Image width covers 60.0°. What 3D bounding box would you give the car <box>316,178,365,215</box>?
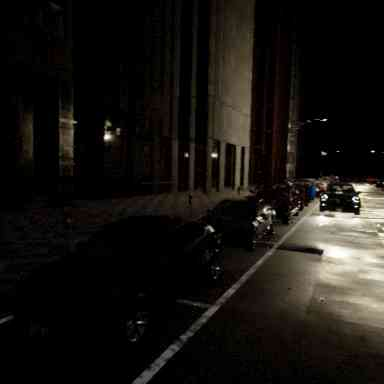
[{"bbox_3d":[8.876,0.267,19.847,2.097,1.767,4.553,3,4,25],"label":"car"}]

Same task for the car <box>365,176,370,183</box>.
[{"bbox_3d":[45.246,-2.681,83.688,1.802,1.307,4.206,3,4,25],"label":"car"}]

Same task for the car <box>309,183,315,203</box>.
[{"bbox_3d":[6.379,0.313,21.051,1.887,1.381,4.507,3,4,25],"label":"car"}]

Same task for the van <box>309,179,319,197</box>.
[{"bbox_3d":[8.781,-0.159,26.133,1.690,1.788,3.998,3,4,25],"label":"van"}]

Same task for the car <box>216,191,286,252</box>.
[{"bbox_3d":[1.586,0.872,10.862,1.947,1.339,4.313,3,4,25],"label":"car"}]

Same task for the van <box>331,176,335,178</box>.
[{"bbox_3d":[20.763,-1.502,51.607,1.690,1.788,3.998,3,4,25],"label":"van"}]

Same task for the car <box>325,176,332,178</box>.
[{"bbox_3d":[15.968,-0.867,41.424,1.967,1.590,4.097,3,4,25],"label":"car"}]

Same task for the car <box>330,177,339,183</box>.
[{"bbox_3d":[37.531,-3.144,87.286,1.947,1.339,4.313,3,4,25],"label":"car"}]

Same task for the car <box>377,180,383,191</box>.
[{"bbox_3d":[28.476,-0.956,48.016,1.967,1.590,4.097,3,4,25],"label":"car"}]

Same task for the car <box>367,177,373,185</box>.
[{"bbox_3d":[40.453,-2.148,73.498,1.802,1.307,4.206,3,4,25],"label":"car"}]

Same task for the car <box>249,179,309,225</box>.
[{"bbox_3d":[3.988,0.353,15.941,2.192,1.841,5.009,3,4,25],"label":"car"}]

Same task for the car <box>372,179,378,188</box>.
[{"bbox_3d":[33.265,-1.366,58.213,1.947,1.339,4.313,3,4,25],"label":"car"}]

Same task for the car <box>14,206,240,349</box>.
[{"bbox_3d":[-0.810,1.141,5.768,1.947,1.339,4.313,3,4,25],"label":"car"}]

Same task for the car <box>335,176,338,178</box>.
[{"bbox_3d":[25.550,-1.828,61.810,2.008,1.369,4.403,3,4,25],"label":"car"}]

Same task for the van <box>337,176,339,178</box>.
[{"bbox_3d":[27.951,-2.304,66.892,1.690,1.788,3.998,3,4,25],"label":"van"}]
